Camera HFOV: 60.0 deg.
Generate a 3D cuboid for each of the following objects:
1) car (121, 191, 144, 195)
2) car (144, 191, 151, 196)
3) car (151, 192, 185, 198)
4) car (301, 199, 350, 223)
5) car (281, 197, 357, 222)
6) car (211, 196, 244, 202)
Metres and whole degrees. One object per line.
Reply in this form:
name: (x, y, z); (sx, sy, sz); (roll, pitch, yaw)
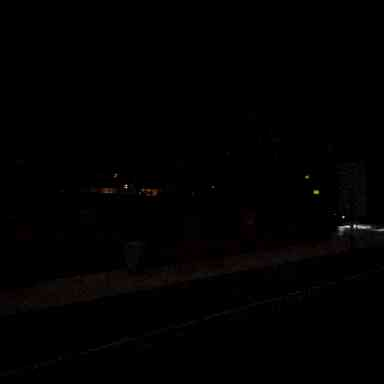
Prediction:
car: (-9.104, 0.693, 47.415); (1.812, 1.442, 4.674); (-2, 2, -35)
car: (-7.614, 0.565, 50.280); (2.128, 1.511, 4.902); (-2, 2, -35)
car: (-2.366, 0.752, 37.571); (2.097, 1.767, 4.553); (-2, 2, -34)
car: (8.222, 1.338, 22.259); (1.994, 1.385, 4.181); (-2, 2, -36)
car: (9.428, 1.223, 25.235); (2.033, 1.411, 5.357); (-1, 2, -30)
car: (3.283, 1.102, 29.386); (1.837, 1.490, 4.892); (-2, 2, -35)
